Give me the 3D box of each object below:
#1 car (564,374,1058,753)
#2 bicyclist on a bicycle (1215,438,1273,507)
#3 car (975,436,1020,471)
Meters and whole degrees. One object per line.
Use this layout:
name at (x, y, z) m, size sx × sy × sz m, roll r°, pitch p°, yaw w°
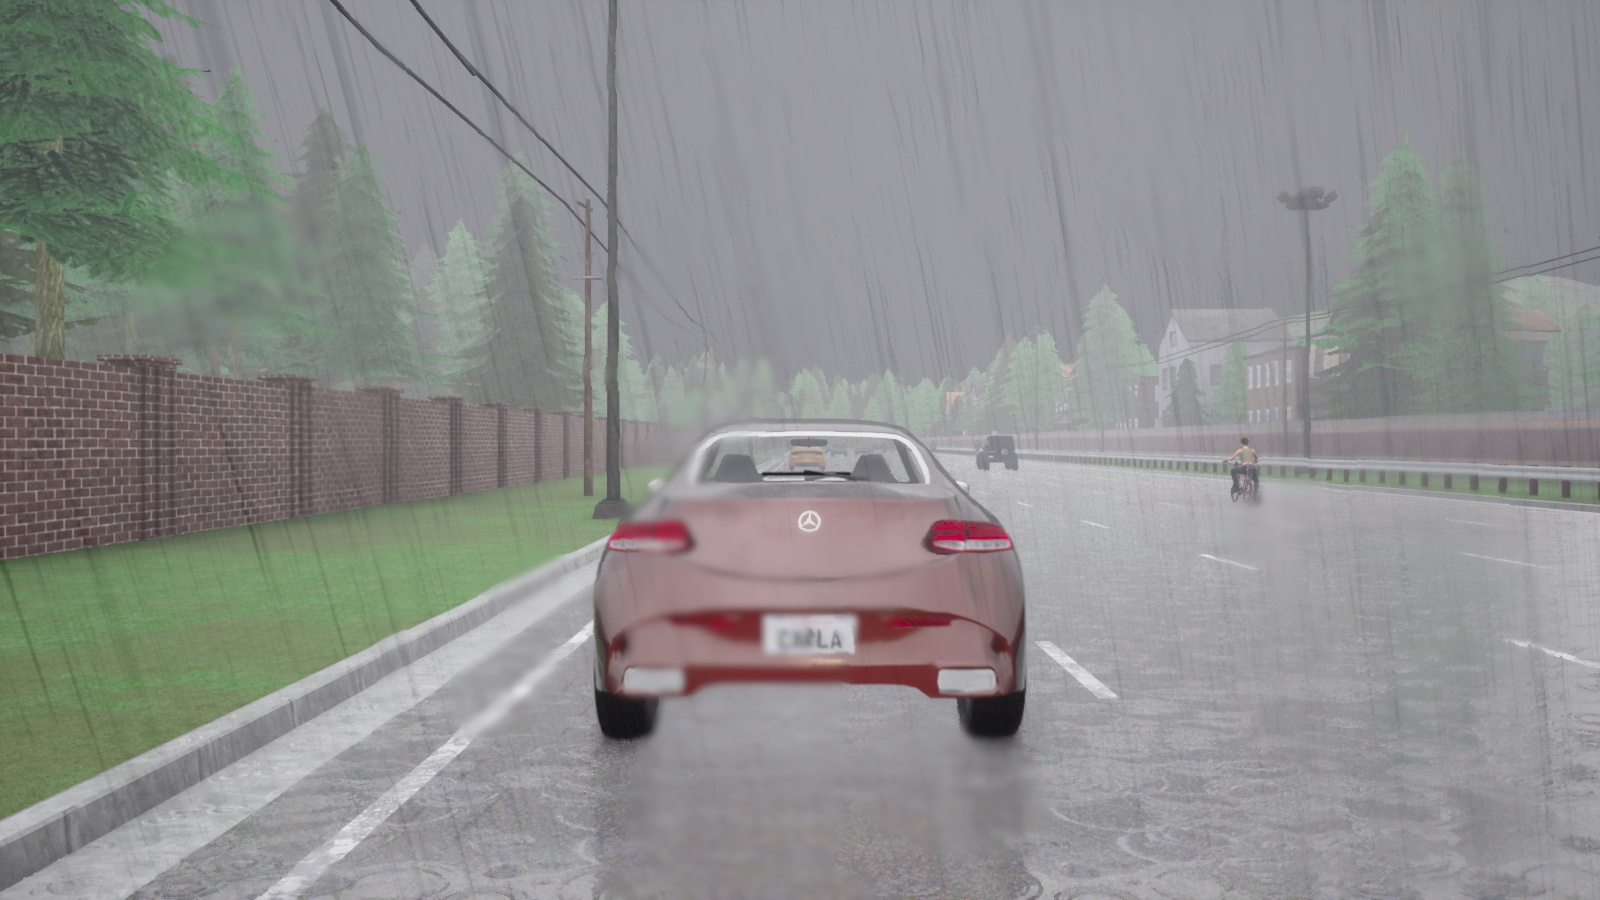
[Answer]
car at (0.058, 0.480, 7.986) m, size 2.152 × 1.651 × 5.027 m, roll 0°, pitch 0°, yaw 0°
bicyclist on a bicycle at (10.678, 0.521, 30.266) m, size 0.866 × 1.612 × 1.509 m, roll 0°, pitch 0°, yaw 0°
car at (10.890, 0.159, 69.436) m, size 1.905 × 1.878 × 3.866 m, roll 0°, pitch 0°, yaw 0°
